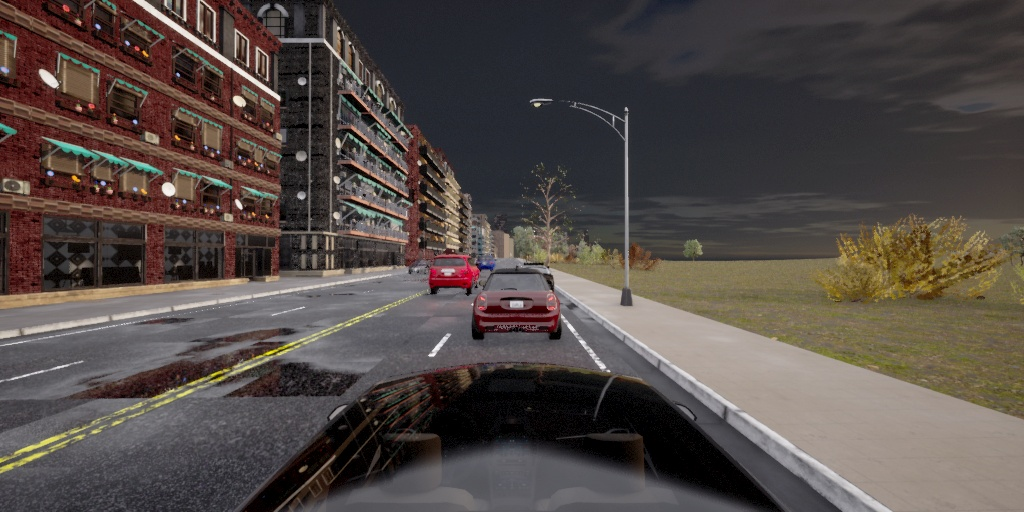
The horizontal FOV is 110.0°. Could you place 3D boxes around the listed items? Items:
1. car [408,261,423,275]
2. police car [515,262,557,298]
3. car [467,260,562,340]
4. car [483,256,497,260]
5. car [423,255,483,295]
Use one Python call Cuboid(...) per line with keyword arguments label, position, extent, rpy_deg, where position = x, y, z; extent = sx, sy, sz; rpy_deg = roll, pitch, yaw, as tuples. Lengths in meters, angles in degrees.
Cuboid(label="car", position=(-9.775, 1.243, 38.712), extent=(2.128, 1.511, 4.902), rpy_deg=(0, 0, 0))
Cuboid(label="police car", position=(1.173, 1.177, 19.656), extent=(1.930, 1.638, 5.238), rpy_deg=(0, 0, 0))
Cuboid(label="car", position=(0.112, 1.103, 10.161), extent=(2.097, 1.767, 4.553), rpy_deg=(0, 0, 0))
Cuboid(label="car", position=(-3.063, 0.970, 42.738), extent=(2.150, 2.045, 5.566), rpy_deg=(0, 0, 0))
Cuboid(label="car", position=(-3.113, 0.973, 20.105), extent=(2.150, 2.045, 5.566), rpy_deg=(0, 0, 0))
